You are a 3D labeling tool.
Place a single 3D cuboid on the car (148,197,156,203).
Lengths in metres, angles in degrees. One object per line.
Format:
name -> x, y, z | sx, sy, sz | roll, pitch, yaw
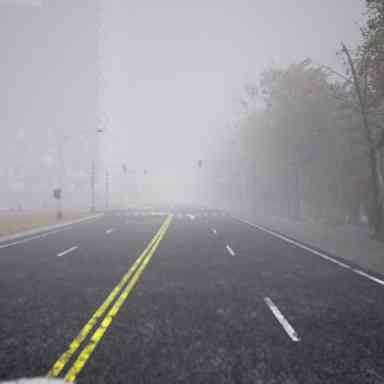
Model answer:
car -> -10.623, 2.097, 88.462 | 2.097, 1.767, 4.553 | 0, -1, -5
